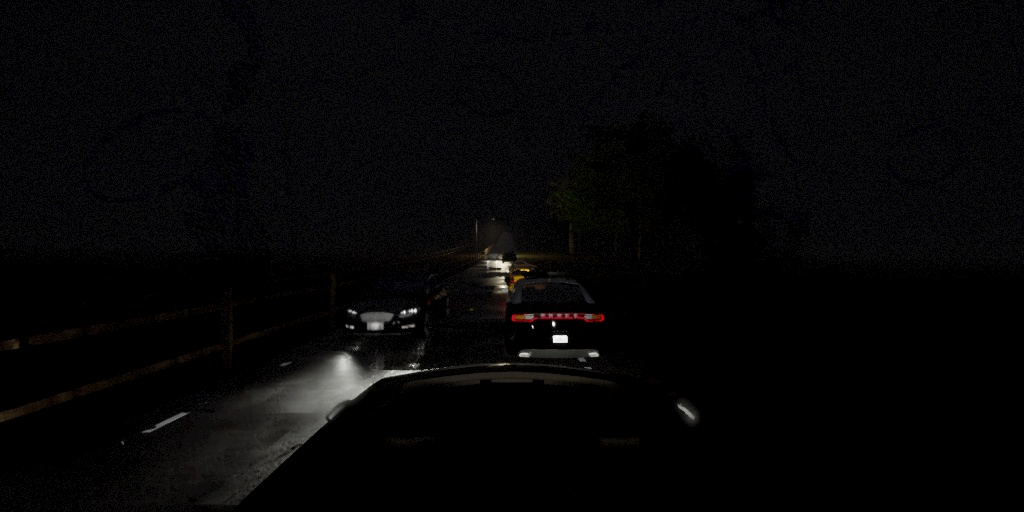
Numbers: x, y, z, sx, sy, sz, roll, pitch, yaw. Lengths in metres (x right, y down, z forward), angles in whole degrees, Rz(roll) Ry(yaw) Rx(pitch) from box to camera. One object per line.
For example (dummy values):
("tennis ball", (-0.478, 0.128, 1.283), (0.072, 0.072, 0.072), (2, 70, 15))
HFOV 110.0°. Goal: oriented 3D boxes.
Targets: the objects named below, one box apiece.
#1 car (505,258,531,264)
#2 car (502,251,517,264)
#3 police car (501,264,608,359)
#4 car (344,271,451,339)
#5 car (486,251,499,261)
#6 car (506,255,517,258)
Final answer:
("car", (0.688, 1.069, 18.576), (1.801, 1.575, 5.366), (0, 1, 0))
("car", (-0.357, 0.105, 51.823), (2.097, 1.767, 4.553), (0, 2, 0))
("police car", (0.774, 1.148, 8.499), (1.930, 1.638, 5.238), (0, 0, 0))
("car", (-2.914, 1.203, 10.038), (2.128, 1.511, 4.902), (0, 0, 0))
("car", (-3.239, -0.027, 59.649), (1.812, 1.442, 4.674), (0, 2, 0))
("car", (0.636, 0.966, 24.574), (1.801, 1.575, 5.366), (0, 1, 0))
